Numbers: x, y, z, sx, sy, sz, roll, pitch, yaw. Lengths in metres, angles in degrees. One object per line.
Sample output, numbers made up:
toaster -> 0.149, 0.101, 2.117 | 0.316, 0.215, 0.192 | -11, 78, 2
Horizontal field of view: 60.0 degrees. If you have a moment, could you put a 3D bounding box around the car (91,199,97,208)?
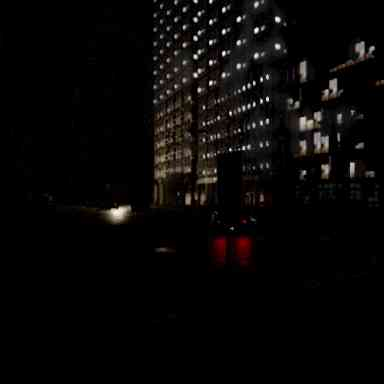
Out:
car -> -19.209, 2.601, 69.384 | 1.887, 1.381, 4.507 | -1, -1, -26

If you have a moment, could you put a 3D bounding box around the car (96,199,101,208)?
car -> -16.657, 2.478, 64.184 | 1.752, 1.417, 4.829 | -1, -1, -26

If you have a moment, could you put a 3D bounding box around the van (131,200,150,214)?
van -> -6.821, 1.902, 44.143 | 1.690, 1.788, 3.998 | -1, -1, -26

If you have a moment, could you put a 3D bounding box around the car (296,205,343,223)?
car -> 10.620, 1.734, 27.638 | 2.008, 1.369, 4.403 | -1, 0, -26

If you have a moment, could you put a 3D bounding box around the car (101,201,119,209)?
car -> -14.252, 2.406, 59.287 | 2.008, 1.369, 4.403 | -1, -1, -26

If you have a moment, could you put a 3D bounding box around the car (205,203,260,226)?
car -> 3.098, 1.732, 23.945 | 2.008, 1.369, 4.403 | -1, -1, -26

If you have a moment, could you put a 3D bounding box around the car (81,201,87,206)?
car -> -26.644, 2.907, 84.530 | 1.887, 1.381, 4.507 | -1, -1, -26

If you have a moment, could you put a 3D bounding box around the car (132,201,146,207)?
car -> -11.686, 2.639, 73.077 | 1.802, 1.307, 4.206 | -1, -1, -26

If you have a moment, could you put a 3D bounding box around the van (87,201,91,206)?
van -> -21.692, 2.499, 74.434 | 1.690, 1.788, 3.998 | -1, -1, -26

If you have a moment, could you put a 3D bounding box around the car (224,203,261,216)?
car -> 5.663, 1.937, 37.736 | 1.947, 1.339, 4.313 | -1, 0, -26

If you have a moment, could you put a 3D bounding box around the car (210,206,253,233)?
car -> 2.414, 1.626, 19.261 | 1.895, 1.301, 4.718 | 2, -1, 10
